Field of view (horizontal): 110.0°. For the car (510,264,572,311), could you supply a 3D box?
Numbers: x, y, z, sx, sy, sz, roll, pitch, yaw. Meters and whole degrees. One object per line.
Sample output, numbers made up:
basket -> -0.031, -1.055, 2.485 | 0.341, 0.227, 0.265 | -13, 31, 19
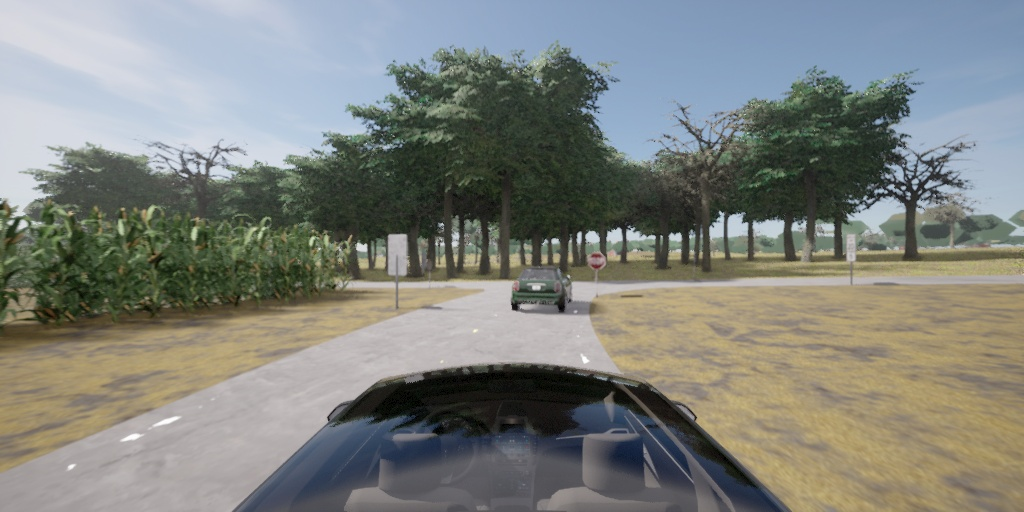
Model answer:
car -> 1.405, 1.229, 15.405 | 2.097, 1.767, 4.553 | 0, -1, 14
